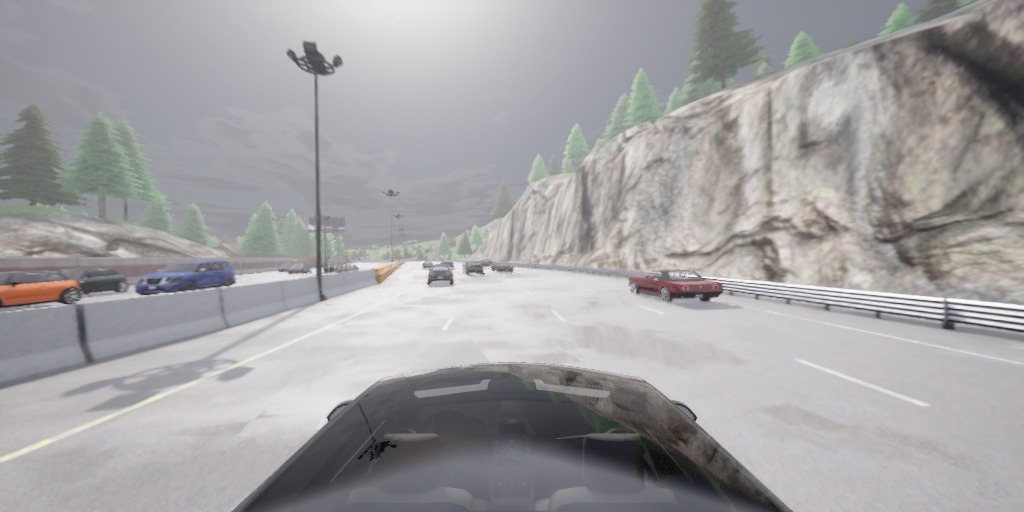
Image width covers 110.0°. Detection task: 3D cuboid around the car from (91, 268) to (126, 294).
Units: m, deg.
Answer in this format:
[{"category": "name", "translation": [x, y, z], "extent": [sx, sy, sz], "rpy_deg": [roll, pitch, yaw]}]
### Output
[{"category": "car", "translation": [-25.987, 1.534, 21.497], "extent": [2.097, 1.767, 4.553], "rpy_deg": [-1, 0, -8]}]

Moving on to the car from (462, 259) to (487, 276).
[{"category": "car", "translation": [-4.322, 1.335, 39.574], "extent": [1.837, 1.490, 4.892], "rpy_deg": [0, 0, -14]}]

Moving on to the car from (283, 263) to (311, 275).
[{"category": "car", "translation": [-28.695, 1.712, 48.542], "extent": [1.882, 1.535, 5.008], "rpy_deg": [-1, 1, -16]}]

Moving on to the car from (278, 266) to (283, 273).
[{"category": "car", "translation": [-34.220, 1.830, 54.963], "extent": [1.837, 1.490, 4.892], "rpy_deg": [-1, 1, -16]}]

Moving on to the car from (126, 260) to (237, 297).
[{"category": "car", "translation": [-18.871, 1.289, 21.185], "extent": [2.150, 2.045, 5.566], "rpy_deg": [-1, 0, -8]}]

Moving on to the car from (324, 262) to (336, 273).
[{"category": "car", "translation": [-26.470, 1.700, 53.334], "extent": [1.837, 1.490, 4.892], "rpy_deg": [-1, 0, -16]}]

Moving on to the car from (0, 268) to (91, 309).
[{"category": "car", "translation": [-21.731, 1.462, 15.311], "extent": [2.097, 1.767, 4.553], "rpy_deg": [-1, 0, -6]}]

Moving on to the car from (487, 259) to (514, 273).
[{"category": "car", "translation": [-1.282, 1.381, 44.228], "extent": [1.895, 1.301, 4.718], "rpy_deg": [-1, 0, -16]}]

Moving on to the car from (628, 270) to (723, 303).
[{"category": "car", "translation": [6.907, 1.240, 15.842], "extent": [1.895, 1.301, 4.718], "rpy_deg": [-1, 0, -6]}]

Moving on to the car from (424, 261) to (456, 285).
[{"category": "car", "translation": [-5.427, 1.371, 27.461], "extent": [1.812, 1.442, 4.674], "rpy_deg": [-1, 0, -10]}]

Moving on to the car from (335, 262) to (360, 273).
[{"category": "car", "translation": [-20.488, 1.661, 45.227], "extent": [1.994, 1.385, 4.181], "rpy_deg": [-1, 0, -16]}]
